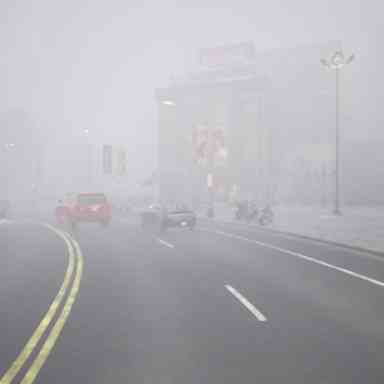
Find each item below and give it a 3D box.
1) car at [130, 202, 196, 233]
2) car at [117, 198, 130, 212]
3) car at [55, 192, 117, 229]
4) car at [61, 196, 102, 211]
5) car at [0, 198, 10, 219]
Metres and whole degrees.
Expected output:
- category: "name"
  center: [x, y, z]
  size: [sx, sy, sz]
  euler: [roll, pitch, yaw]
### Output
- category: "car"
  center: [-1.474, 1.282, 18.039]
  size: [2.128, 1.511, 4.902]
  euler: [-1, 1, -27]
- category: "car"
  center: [-7.637, 1.257, 32.044]
  size: [1.895, 1.301, 4.718]
  euler: [-1, 1, -41]
- category: "car"
  center: [-6.730, 1.020, 20.282]
  size: [2.150, 2.045, 5.566]
  euler: [-1, 1, -33]
- category: "car"
  center: [-11.925, 1.165, 35.845]
  size: [4.674, 1.452, 2.002]
  euler: [0, 1, 39]
- category: "car"
  center: [-15.575, 1.362, 25.163]
  size: [4.181, 1.385, 1.994]
  euler: [0, 1, 44]
